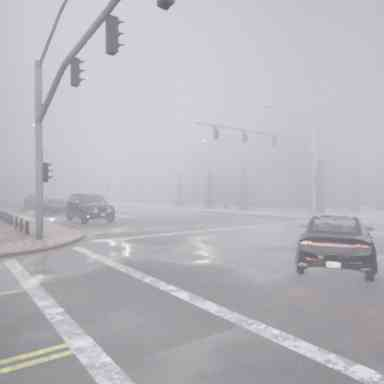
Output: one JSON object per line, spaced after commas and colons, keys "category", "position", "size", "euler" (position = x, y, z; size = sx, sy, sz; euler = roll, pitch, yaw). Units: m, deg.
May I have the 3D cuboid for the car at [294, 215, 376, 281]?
{"category": "car", "position": [4.178, 1.426, 9.775], "size": [2.128, 1.511, 4.902], "euler": [0, 0, 23]}

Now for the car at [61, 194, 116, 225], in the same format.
{"category": "car", "position": [-7.435, 1.135, 24.037], "size": [2.150, 2.045, 5.566], "euler": [0, 0, -36]}

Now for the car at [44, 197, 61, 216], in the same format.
{"category": "car", "position": [-13.229, 1.392, 32.189], "size": [1.882, 1.535, 5.008], "euler": [0, 0, -35]}

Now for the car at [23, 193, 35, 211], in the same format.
{"category": "car", "position": [-19.274, 1.136, 40.839], "size": [2.150, 2.045, 5.566], "euler": [0, 0, -34]}
